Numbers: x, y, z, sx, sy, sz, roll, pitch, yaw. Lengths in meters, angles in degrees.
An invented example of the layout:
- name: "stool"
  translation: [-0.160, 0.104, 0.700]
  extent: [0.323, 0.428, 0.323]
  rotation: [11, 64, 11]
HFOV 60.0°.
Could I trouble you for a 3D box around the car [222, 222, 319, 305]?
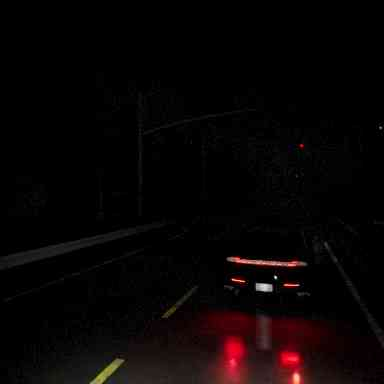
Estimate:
- name: "car"
  translation: [2.050, 1.491, 8.245]
  extent: [2.128, 1.511, 4.902]
  rotation: [0, 0, 18]
